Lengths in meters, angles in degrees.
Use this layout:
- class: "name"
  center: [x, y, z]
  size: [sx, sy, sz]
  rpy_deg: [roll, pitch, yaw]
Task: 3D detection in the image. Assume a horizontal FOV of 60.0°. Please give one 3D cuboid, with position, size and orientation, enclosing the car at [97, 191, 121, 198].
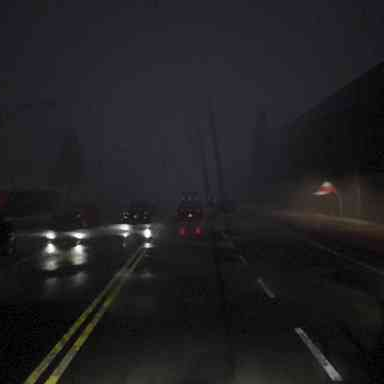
- class: "car"
  center: [-22.376, 0.644, 89.532]
  size: [4.605, 1.855, 1.932]
  rpy_deg: [0, 0, -1]

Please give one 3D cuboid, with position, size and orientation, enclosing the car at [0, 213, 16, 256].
- class: "car"
  center: [-7.182, 1.296, 9.732]
  size: [2.097, 1.767, 4.553]
  rpy_deg: [0, 0, -1]

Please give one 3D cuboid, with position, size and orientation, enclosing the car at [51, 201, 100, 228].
- class: "car"
  center: [-7.294, 1.356, 21.244]
  size: [1.882, 1.535, 5.008]
  rpy_deg: [0, 0, -1]

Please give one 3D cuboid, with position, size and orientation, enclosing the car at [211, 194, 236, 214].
- class: "car"
  center: [3.232, 1.287, 33.179]
  size: [1.882, 1.535, 5.008]
  rpy_deg: [0, 0, 0]

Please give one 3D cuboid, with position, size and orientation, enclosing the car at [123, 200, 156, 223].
- class: "car"
  center: [-3.741, 1.370, 24.232]
  size: [1.837, 1.490, 4.892]
  rpy_deg: [0, 0, 0]

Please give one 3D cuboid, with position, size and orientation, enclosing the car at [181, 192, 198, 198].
- class: "car"
  center: [-0.347, 0.963, 44.447]
  size: [2.150, 2.045, 5.566]
  rpy_deg: [0, 0, 0]

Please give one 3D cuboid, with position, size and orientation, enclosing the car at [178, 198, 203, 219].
- class: "car"
  center: [-0.163, 1.445, 27.048]
  size: [1.895, 1.301, 4.718]
  rpy_deg: [0, 0, -1]

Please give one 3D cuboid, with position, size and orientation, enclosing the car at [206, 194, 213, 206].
- class: "car"
  center: [3.079, 1.082, 47.240]
  size: [2.097, 1.767, 4.553]
  rpy_deg: [0, 0, 0]
